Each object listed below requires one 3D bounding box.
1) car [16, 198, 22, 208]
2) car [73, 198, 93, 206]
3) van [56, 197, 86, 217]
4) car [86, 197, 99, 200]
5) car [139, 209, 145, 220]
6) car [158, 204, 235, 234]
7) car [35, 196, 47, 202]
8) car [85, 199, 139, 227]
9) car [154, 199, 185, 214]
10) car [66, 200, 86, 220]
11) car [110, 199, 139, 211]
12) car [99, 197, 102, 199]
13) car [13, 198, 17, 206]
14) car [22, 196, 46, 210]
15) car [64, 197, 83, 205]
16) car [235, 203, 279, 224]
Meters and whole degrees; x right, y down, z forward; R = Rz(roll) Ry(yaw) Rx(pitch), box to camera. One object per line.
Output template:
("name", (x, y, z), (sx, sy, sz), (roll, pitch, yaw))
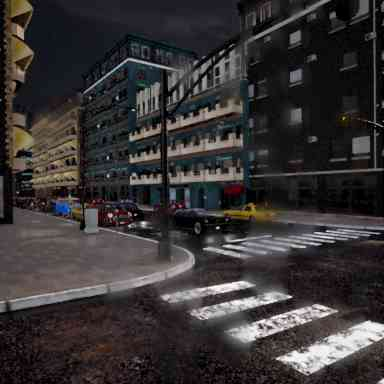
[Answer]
("car", (-25.106, 1.770, 50.971), (1.947, 1.339, 4.313), (-1, 1, -35))
("car", (-18.284, 1.644, 55.836), (1.947, 1.339, 4.313), (-1, 1, -35))
("van", (-12.258, 1.483, 32.945), (1.690, 1.788, 3.998), (-1, 1, -35))
("car", (-12.706, 1.592, 38.059), (1.882, 1.535, 5.008), (-1, 0, -35))
("car", (-5.664, 1.646, 28.168), (1.994, 1.385, 4.181), (-1, 0, -35))
("car", (0.136, 1.658, 20.031), (1.895, 1.301, 4.718), (-1, 0, -35))
("car", (-37.561, 1.728, 82.873), (1.887, 1.381, 4.507), (-1, 1, -35))
("car", (-5.831, 1.553, 23.935), (1.967, 1.590, 4.097), (-1, 1, -35))
("car", (-2.221, 1.441, 33.304), (1.967, 1.590, 4.097), (-1, 1, -35))
("car", (-8.943, 1.652, 28.302), (1.752, 1.417, 4.829), (-1, 1, -35))
("car", (-8.645, 1.582, 42.317), (2.008, 1.369, 4.403), (-1, 1, -35))
("car", (-15.073, 1.502, 51.328), (1.967, 1.590, 4.097), (-1, 1, -35))
("car", (-31.533, 1.783, 59.984), (1.887, 1.381, 4.507), (-1, 1, -35))
("car", (-21.896, 1.628, 46.464), (1.967, 1.590, 4.097), (-1, 1, -35))
("car", (-21.497, 1.645, 60.342), (2.008, 1.369, 4.403), (-1, 1, -35))
("car", (4.108, 1.498, 24.432), (1.752, 1.417, 4.829), (-1, 1, -35))
